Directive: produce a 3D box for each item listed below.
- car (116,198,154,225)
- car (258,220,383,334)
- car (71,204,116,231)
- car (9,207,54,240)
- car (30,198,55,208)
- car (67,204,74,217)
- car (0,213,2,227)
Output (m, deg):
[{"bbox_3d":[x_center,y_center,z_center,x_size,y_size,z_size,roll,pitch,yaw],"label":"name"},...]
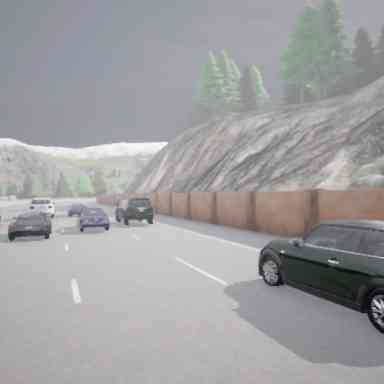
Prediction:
[{"bbox_3d":[-4.693,1.473,26.615,2.150,2.045,5.566,0,-1,-22],"label":"car"},{"bbox_3d":[3.343,1.369,7.052,2.097,1.767,4.553,0,-1,-22],"label":"car"},{"bbox_3d":[-6.790,1.789,22.519,2.033,1.411,5.357,0,-1,-22],"label":"car"},{"bbox_3d":[-8.989,1.799,18.662,1.994,1.385,4.181,0,-1,-22],"label":"car"},{"bbox_3d":[-15.221,1.639,33.809,2.150,2.045,5.566,0,0,-22],"label":"car"},{"bbox_3d":[-12.689,1.978,36.863,1.994,1.385,4.181,0,0,-22],"label":"car"},{"bbox_3d":[-14.543,1.678,22.961,2.097,1.767,4.553,0,0,-22],"label":"car"}]
